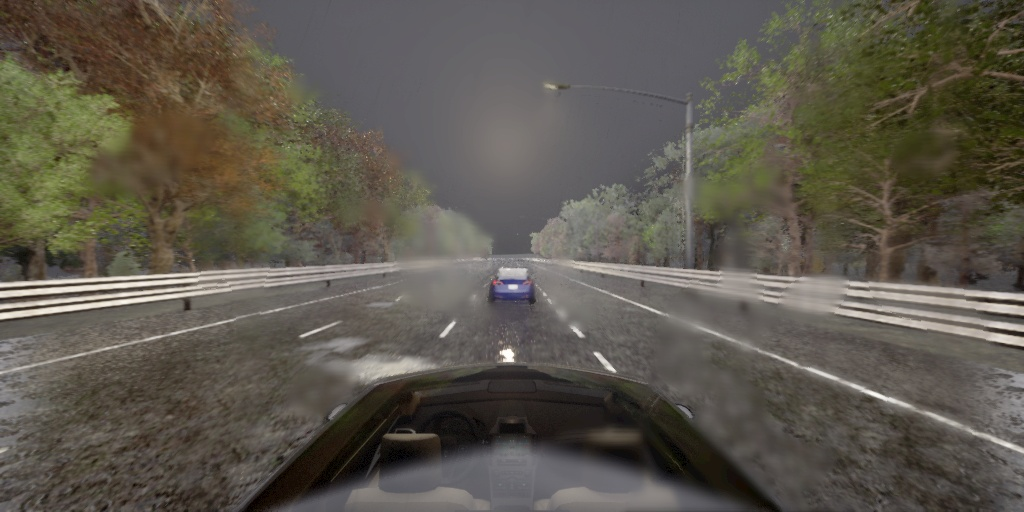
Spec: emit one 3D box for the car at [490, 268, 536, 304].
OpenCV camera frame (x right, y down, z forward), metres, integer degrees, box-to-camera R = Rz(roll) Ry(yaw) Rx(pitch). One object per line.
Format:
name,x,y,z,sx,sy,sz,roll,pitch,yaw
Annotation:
car,0.033,1.291,16.687,2.163,1.488,4.792,0,0,0
